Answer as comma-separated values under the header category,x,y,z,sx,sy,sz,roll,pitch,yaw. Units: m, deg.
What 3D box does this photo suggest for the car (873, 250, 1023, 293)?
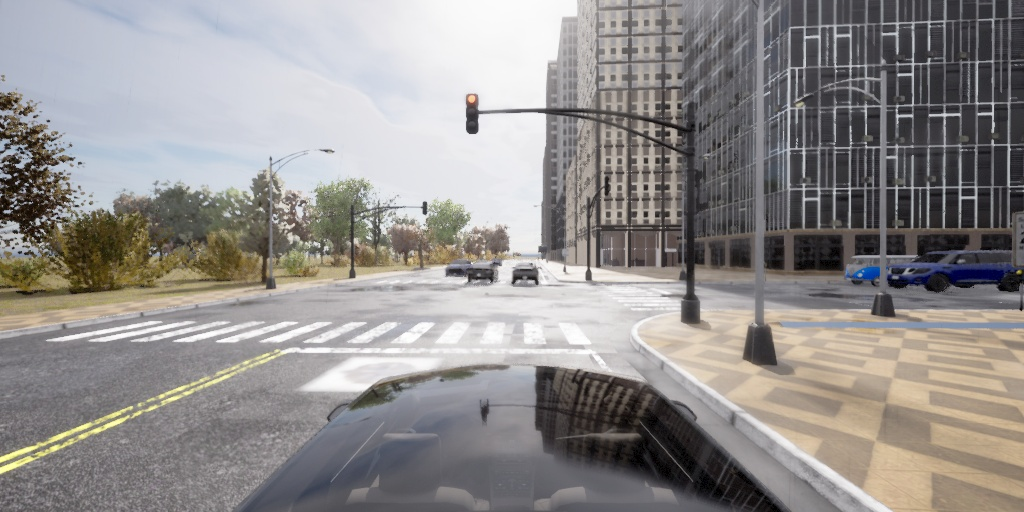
category,x,y,z,sx,sy,sz,roll,pitch,yaw
car,22.603,0.739,18.363,5.566,2.045,2.150,-1,0,4

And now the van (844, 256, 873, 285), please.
category,x,y,z,sx,sy,sz,roll,pitch,yaw
van,22.094,0.854,21.120,3.998,1.789,1.690,0,0,4

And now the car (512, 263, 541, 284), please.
category,x,y,z,sx,sy,sz,roll,pitch,yaw
car,1.030,1.231,26.713,1.837,1.490,4.892,0,-1,3

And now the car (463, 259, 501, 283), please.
category,x,y,z,sx,sy,sz,roll,pitch,yaw
car,-2.182,1.207,27.763,1.882,1.535,5.008,0,-1,3

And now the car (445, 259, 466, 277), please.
category,x,y,z,sx,sy,sz,roll,pitch,yaw
car,-5.176,1.096,35.533,2.097,1.767,4.553,0,0,3
